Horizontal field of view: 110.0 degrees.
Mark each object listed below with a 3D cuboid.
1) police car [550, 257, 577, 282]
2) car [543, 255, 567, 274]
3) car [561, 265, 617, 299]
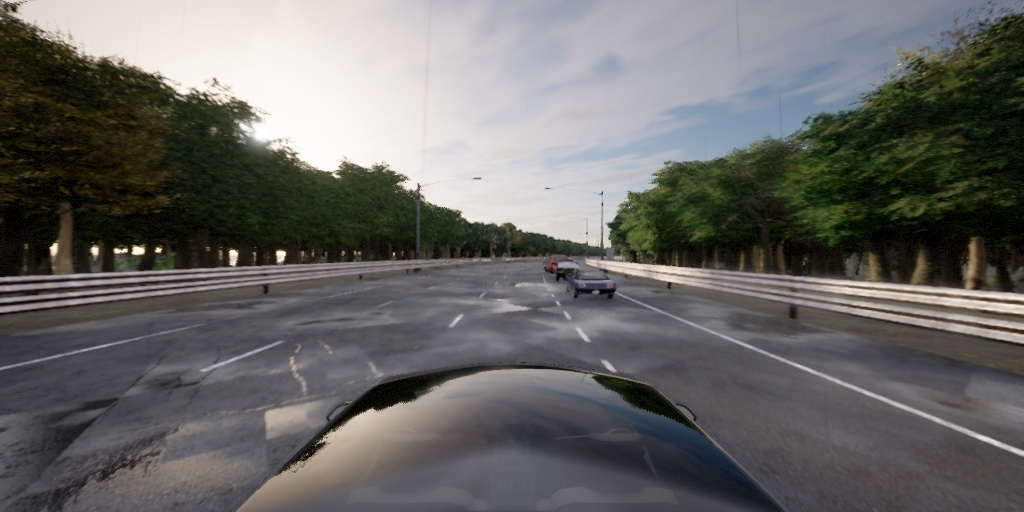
[{"bbox_3d":[4.340,1.136,28.800,1.930,1.638,5.238,0,0,4],"label":"police car"},{"bbox_3d":[5.049,0.914,39.699,2.150,2.045,5.566,1,0,0],"label":"car"},{"bbox_3d":[3.782,1.334,18.060,1.895,1.301,4.718,0,0,2],"label":"car"}]
